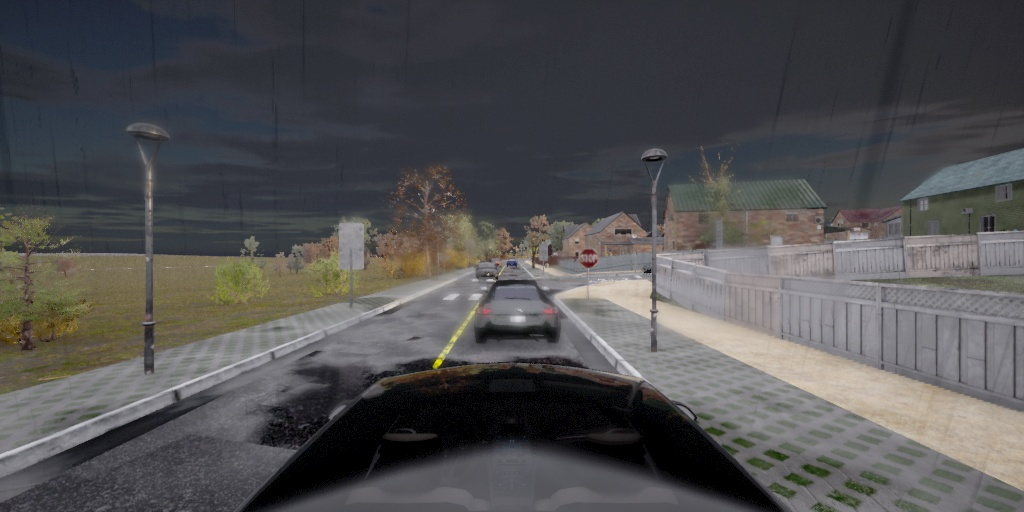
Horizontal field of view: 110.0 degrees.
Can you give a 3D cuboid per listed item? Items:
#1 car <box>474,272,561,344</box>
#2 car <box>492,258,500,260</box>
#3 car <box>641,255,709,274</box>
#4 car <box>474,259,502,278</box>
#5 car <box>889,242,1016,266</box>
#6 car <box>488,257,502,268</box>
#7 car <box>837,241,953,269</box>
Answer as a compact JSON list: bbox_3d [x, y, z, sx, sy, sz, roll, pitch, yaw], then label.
[{"bbox_3d":[0.100,1.313,9.630,1.994,1.385,4.181,0,0,-1],"label":"car"},{"bbox_3d":[-2.865,1.311,45.746,2.033,1.411,5.357,0,0,0],"label":"car"},{"bbox_3d":[11.451,0.566,23.806,5.357,1.411,2.033,-3,0,15],"label":"car"},{"bbox_3d":[-2.258,1.255,31.550,1.837,1.490,4.892,0,1,-8],"label":"car"},{"bbox_3d":[22.100,-0.092,18.013,4.674,1.442,1.812,-3,0,14],"label":"car"},{"bbox_3d":[-2.851,1.129,61.110,2.097,1.767,4.553,0,0,0],"label":"car"},{"bbox_3d":[22.211,-0.039,21.034,4.181,1.385,1.994,-3,0,15],"label":"car"}]
